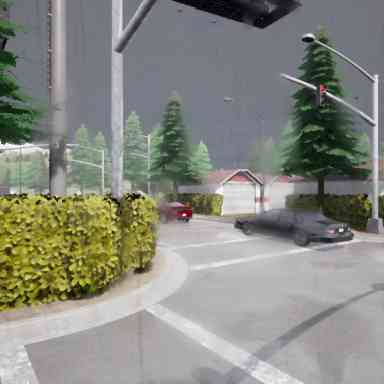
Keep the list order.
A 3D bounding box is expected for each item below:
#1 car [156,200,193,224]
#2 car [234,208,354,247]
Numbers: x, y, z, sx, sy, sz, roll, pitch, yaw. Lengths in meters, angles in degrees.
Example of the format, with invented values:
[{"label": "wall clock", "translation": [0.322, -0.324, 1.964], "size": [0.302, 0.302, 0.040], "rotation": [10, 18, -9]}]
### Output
[{"label": "car", "translation": [-1.934, 1.305, 23.388], "size": [1.882, 1.535, 5.008], "rotation": [-1, 1, -35]}, {"label": "car", "translation": [4.264, 1.421, 14.795], "size": [2.033, 1.411, 5.357], "rotation": [0, 2, -35]}]
